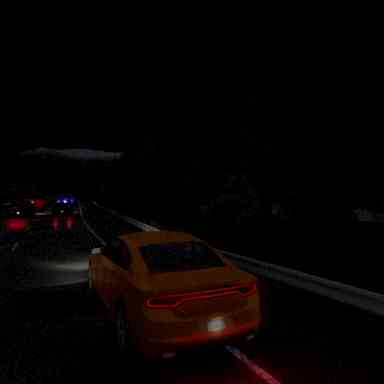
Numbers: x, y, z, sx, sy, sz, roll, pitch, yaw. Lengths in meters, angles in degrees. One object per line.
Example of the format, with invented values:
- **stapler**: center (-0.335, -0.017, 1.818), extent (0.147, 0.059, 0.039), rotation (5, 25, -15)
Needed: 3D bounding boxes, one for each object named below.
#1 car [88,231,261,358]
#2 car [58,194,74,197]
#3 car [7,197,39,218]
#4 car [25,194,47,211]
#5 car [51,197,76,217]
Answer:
- **car**: center (-0.746, 1.478, 6.315), extent (1.882, 1.535, 5.008), rotation (0, 0, -25)
- **car**: center (-15.667, 1.221, 41.355), extent (2.150, 2.045, 5.566), rotation (0, 0, -19)
- **car**: center (-15.348, 1.505, 30.064), extent (1.837, 1.490, 4.892), rotation (0, 0, -20)
- **car**: center (-18.825, 1.221, 39.942), extent (2.150, 2.045, 5.566), rotation (0, 0, -19)
- **car**: center (-12.183, 1.492, 31.479), extent (2.128, 1.511, 4.902), rotation (0, 0, -19)
